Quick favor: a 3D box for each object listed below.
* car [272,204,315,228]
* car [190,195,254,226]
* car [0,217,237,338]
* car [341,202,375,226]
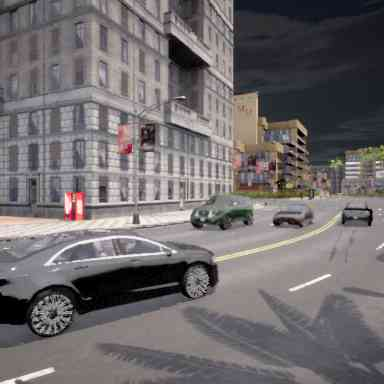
[{"bbox_3d":[7.011,1.535,22.458,2.033,1.411,5.357,0,0,30],"label":"car"},{"bbox_3d":[2.106,1.208,21.177,2.150,2.045,5.566,0,0,33],"label":"car"},{"bbox_3d":[-1.603,1.485,6.668,4.902,1.511,2.128,0,0,-39],"label":"car"},{"bbox_3d":[11.831,1.480,23.758,2.128,1.511,4.902,0,0,29],"label":"car"}]
